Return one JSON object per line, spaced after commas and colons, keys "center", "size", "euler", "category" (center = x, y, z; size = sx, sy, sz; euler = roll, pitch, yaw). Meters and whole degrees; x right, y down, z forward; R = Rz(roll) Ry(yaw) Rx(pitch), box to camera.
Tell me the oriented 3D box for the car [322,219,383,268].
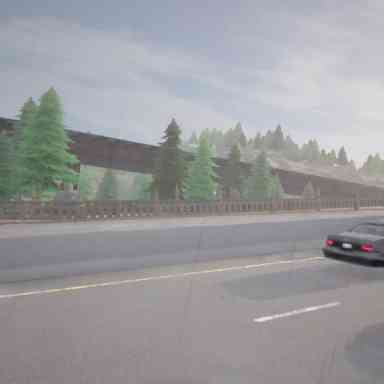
{"center": [6.543, 1.544, 10.363], "size": [5.357, 1.411, 2.033], "euler": [0, 0, -27], "category": "car"}
